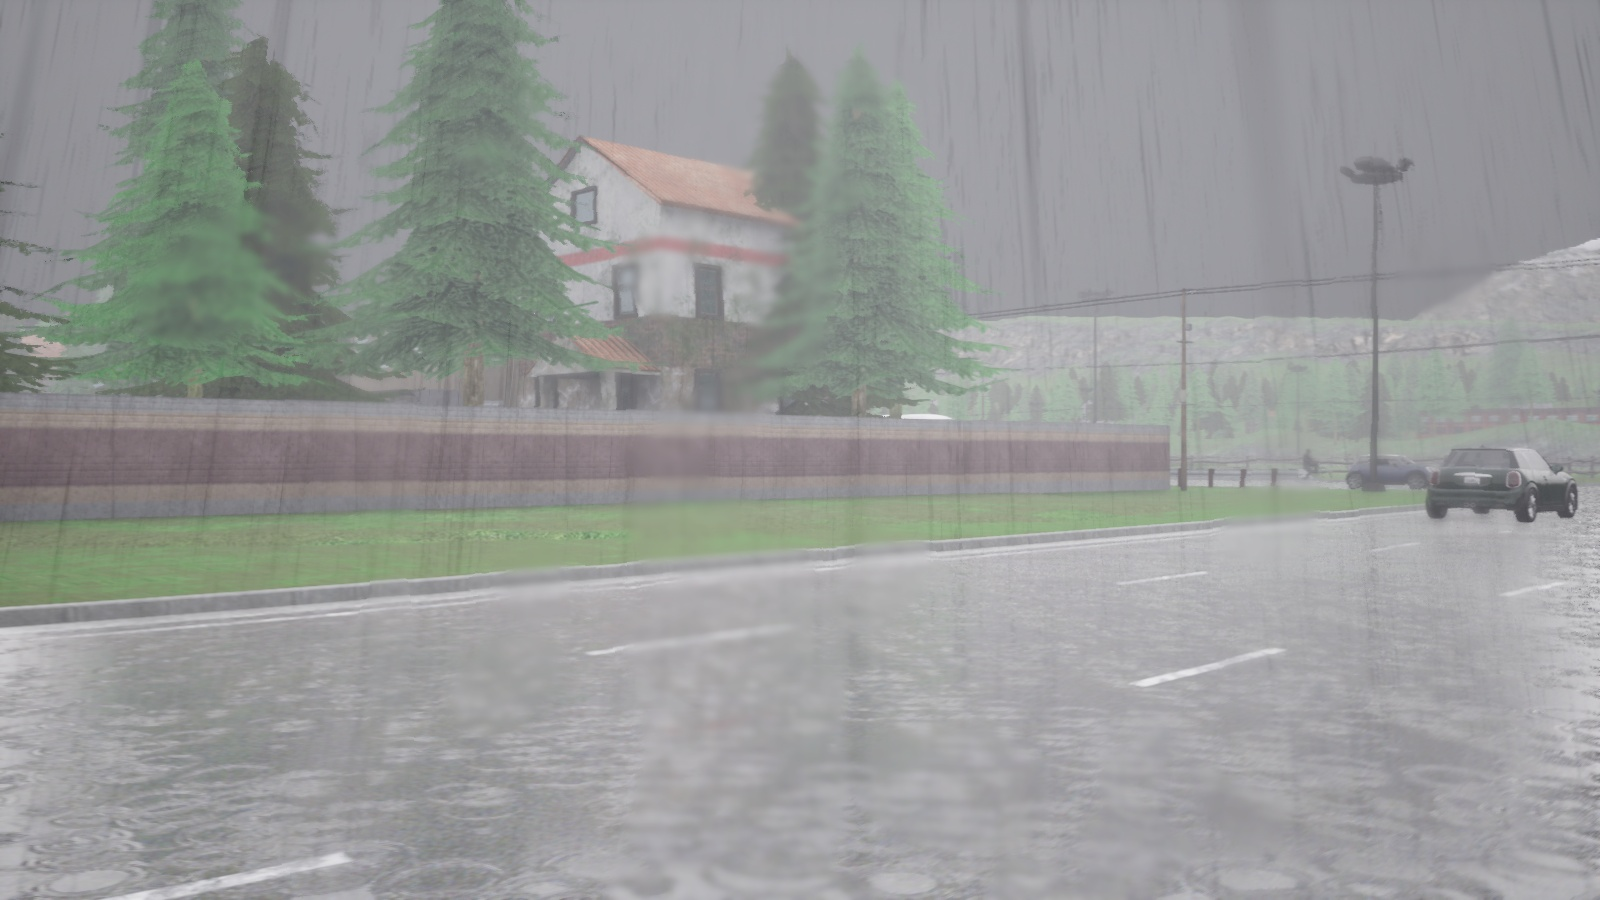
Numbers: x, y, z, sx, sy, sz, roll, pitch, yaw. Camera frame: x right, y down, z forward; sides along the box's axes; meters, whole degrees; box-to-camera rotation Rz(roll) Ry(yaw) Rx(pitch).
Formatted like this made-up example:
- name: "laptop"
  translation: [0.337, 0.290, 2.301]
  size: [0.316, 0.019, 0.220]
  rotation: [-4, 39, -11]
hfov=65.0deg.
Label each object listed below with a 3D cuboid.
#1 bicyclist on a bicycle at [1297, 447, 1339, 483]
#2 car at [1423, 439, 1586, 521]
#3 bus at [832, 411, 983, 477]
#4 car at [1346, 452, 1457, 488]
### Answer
- name: "bicyclist on a bicycle"
  translation: [25.945, 0.754, 62.917]
  size: [0.659, 1.776, 1.843]
  rotation: [0, -1, -44]
- name: "car"
  translation: [16.499, 0.656, 29.305]
  size: [4.553, 1.767, 2.097]
  rotation: [0, 0, -44]
- name: "bus"
  translation: [7.292, -0.363, 86.915]
  size: [3.944, 4.253, 10.273]
  rotation: [0, 0, -44]
- name: "car"
  translation: [25.566, 0.818, 53.413]
  size: [3.806, 1.475, 1.970]
  rotation: [0, 0, 44]
